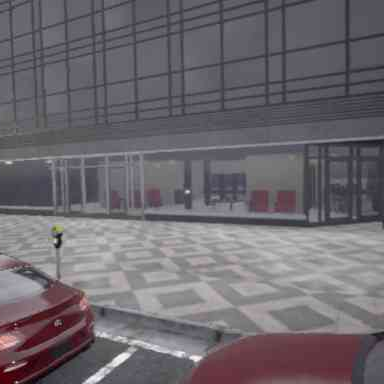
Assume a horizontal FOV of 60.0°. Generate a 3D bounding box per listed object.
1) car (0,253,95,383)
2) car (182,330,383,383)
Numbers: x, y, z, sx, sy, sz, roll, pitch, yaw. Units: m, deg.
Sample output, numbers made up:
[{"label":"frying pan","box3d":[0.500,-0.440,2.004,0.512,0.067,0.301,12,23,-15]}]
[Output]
[{"label":"car","box3d":[-3.181,1.451,4.295,4.206,1.307,1.802,0,3,27]},{"label":"car","box3d":[1.864,1.442,1.779,4.206,1.307,1.802,0,3,27]}]
